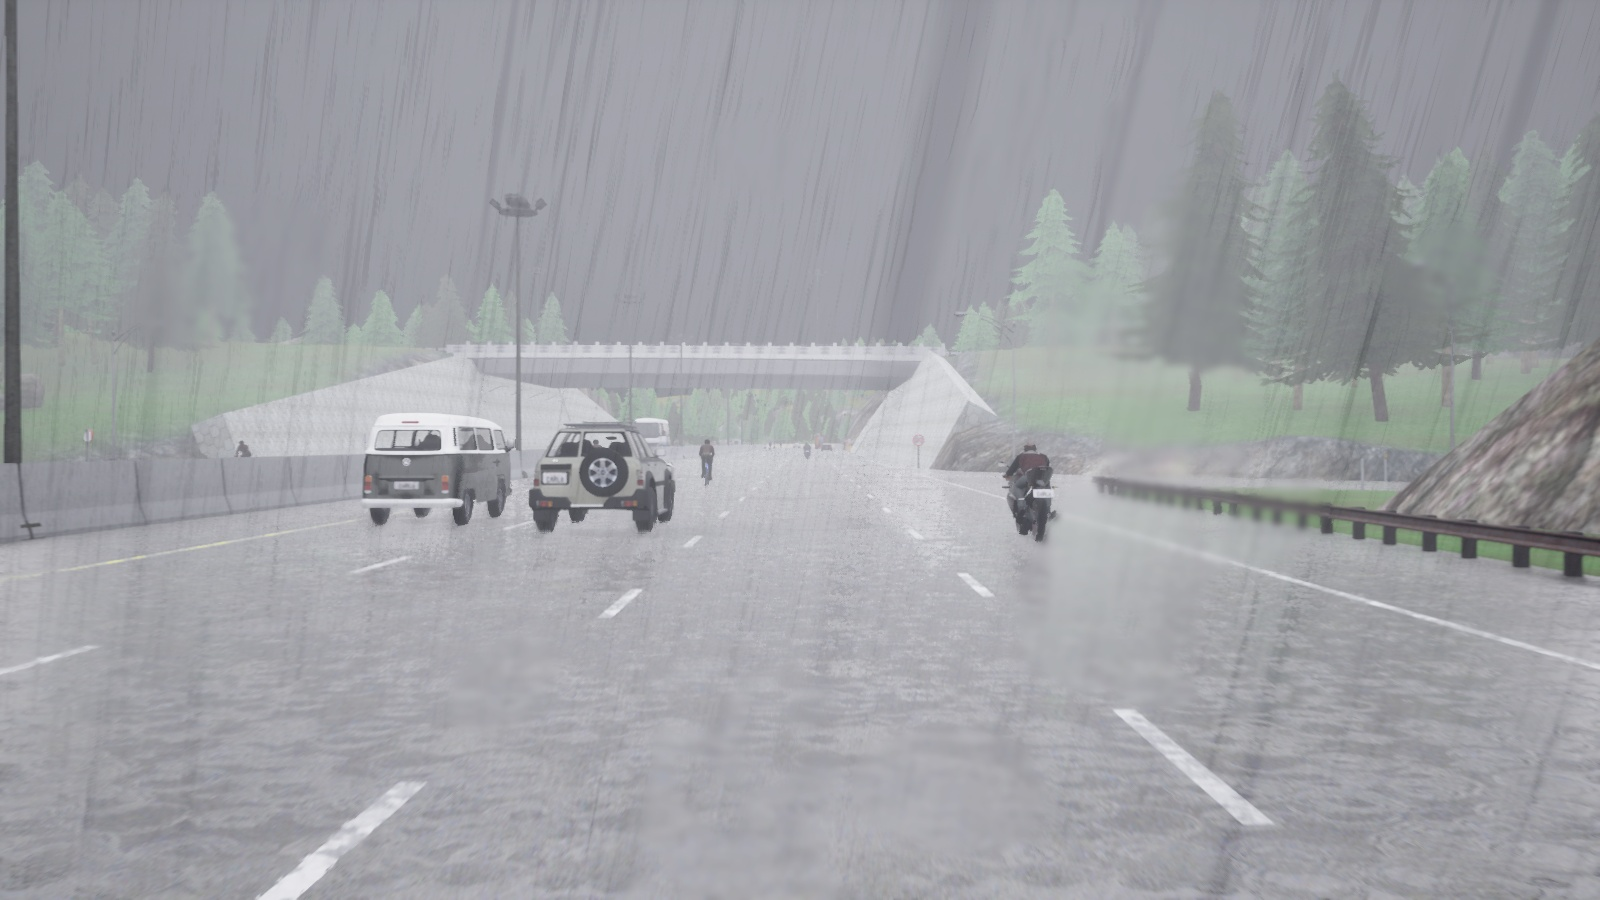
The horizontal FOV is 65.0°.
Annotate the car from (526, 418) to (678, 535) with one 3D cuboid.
[{"bbox_3d":[-3.358,0.433,22.183,1.932,1.855,4.605,0,0,0],"label":"car"}]

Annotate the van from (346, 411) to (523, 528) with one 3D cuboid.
[{"bbox_3d":[-6.847,0.329,24.074,2.069,2.038,4.480,0,0,0],"label":"van"}]

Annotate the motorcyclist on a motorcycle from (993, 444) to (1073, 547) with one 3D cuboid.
[{"bbox_3d":[3.628,0.673,19.750,0.866,1.530,2.191,0,0,0],"label":"motorcyclist on a motorcycle"}]
